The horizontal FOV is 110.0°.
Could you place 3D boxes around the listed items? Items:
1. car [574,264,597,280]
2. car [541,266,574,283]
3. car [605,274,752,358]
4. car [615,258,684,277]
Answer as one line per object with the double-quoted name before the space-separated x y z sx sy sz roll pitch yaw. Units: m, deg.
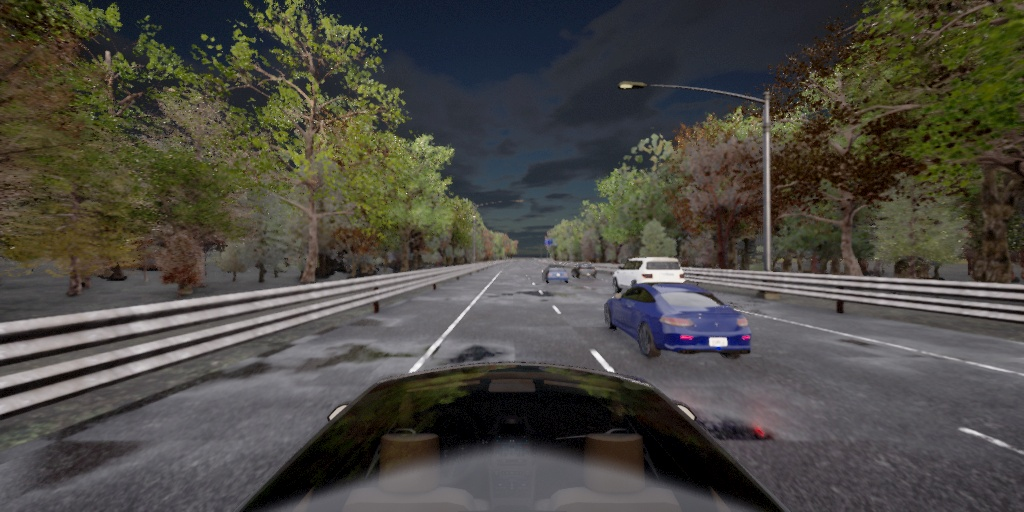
"car" 7.078 1.517 35.584 2.128 1.511 4.902 0 0 0
"car" 3.581 1.531 30.335 2.033 1.411 5.357 0 0 0
"car" 3.578 1.332 8.508 1.812 1.442 4.674 0 0 0
"car" 7.089 1.114 19.099 2.150 2.045 5.566 0 -1 0
